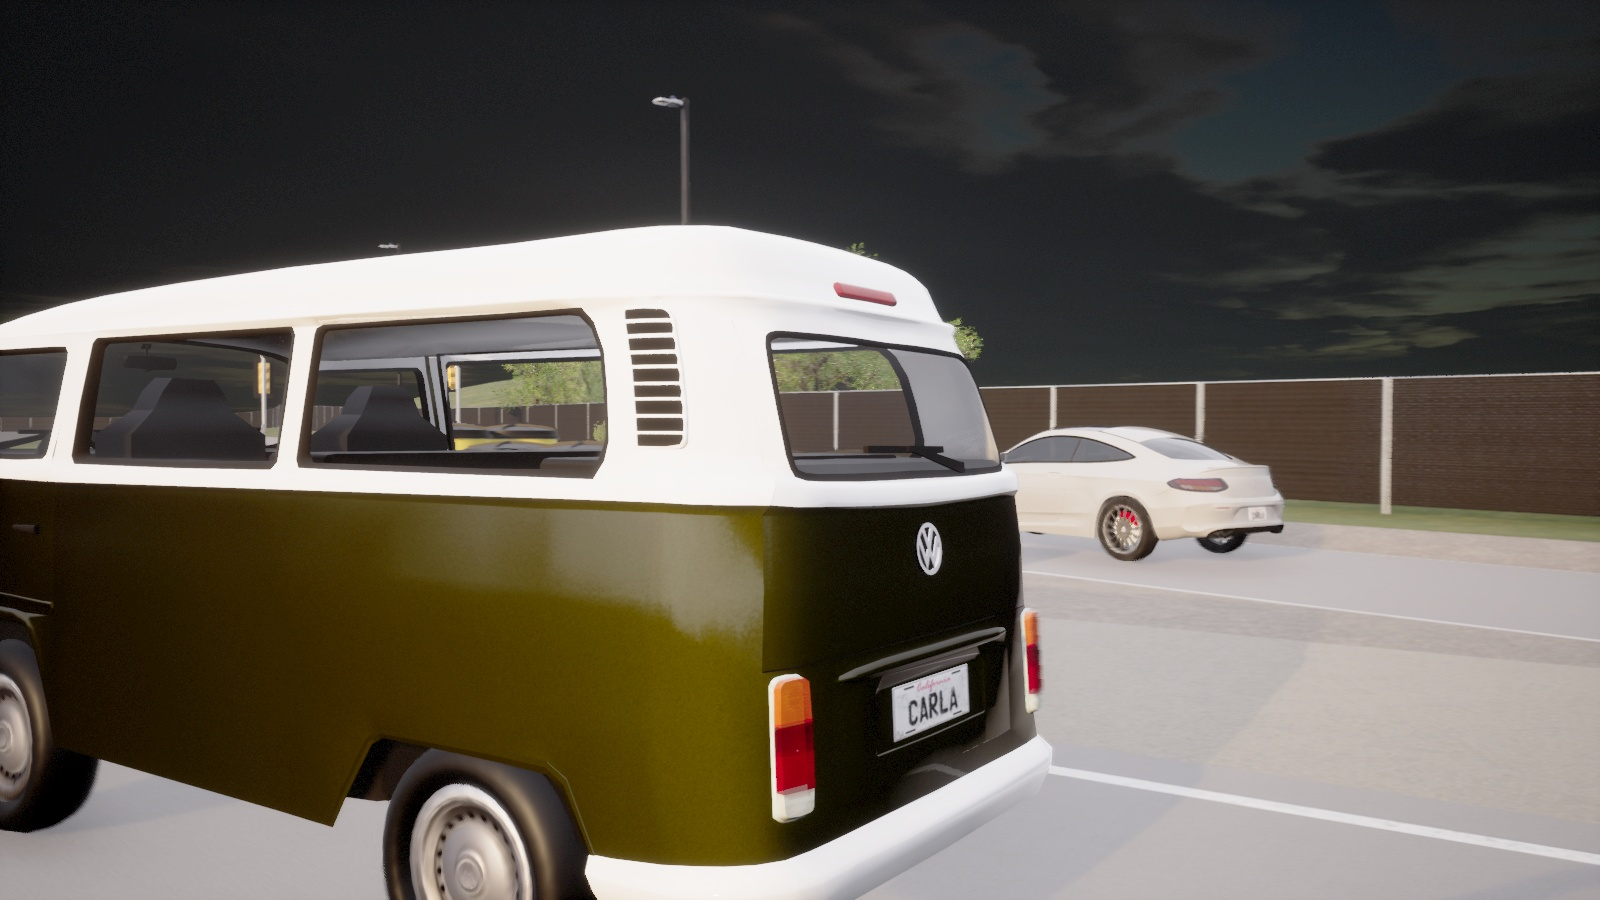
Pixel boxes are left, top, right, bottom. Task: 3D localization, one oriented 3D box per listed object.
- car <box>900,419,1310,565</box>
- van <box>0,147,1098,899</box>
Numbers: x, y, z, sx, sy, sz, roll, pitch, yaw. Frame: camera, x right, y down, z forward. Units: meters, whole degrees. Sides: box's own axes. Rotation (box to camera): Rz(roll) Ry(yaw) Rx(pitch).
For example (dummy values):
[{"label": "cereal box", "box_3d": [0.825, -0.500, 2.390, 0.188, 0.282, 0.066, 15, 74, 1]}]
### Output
[{"label": "car", "box_3d": [3.404, 0.377, 14.912, 1.812, 1.442, 4.674, -2, 2, -36]}, {"label": "van", "box_3d": [-1.448, 0.407, 4.580, 4.480, 2.038, 2.069, 0, 1, 34]}]
